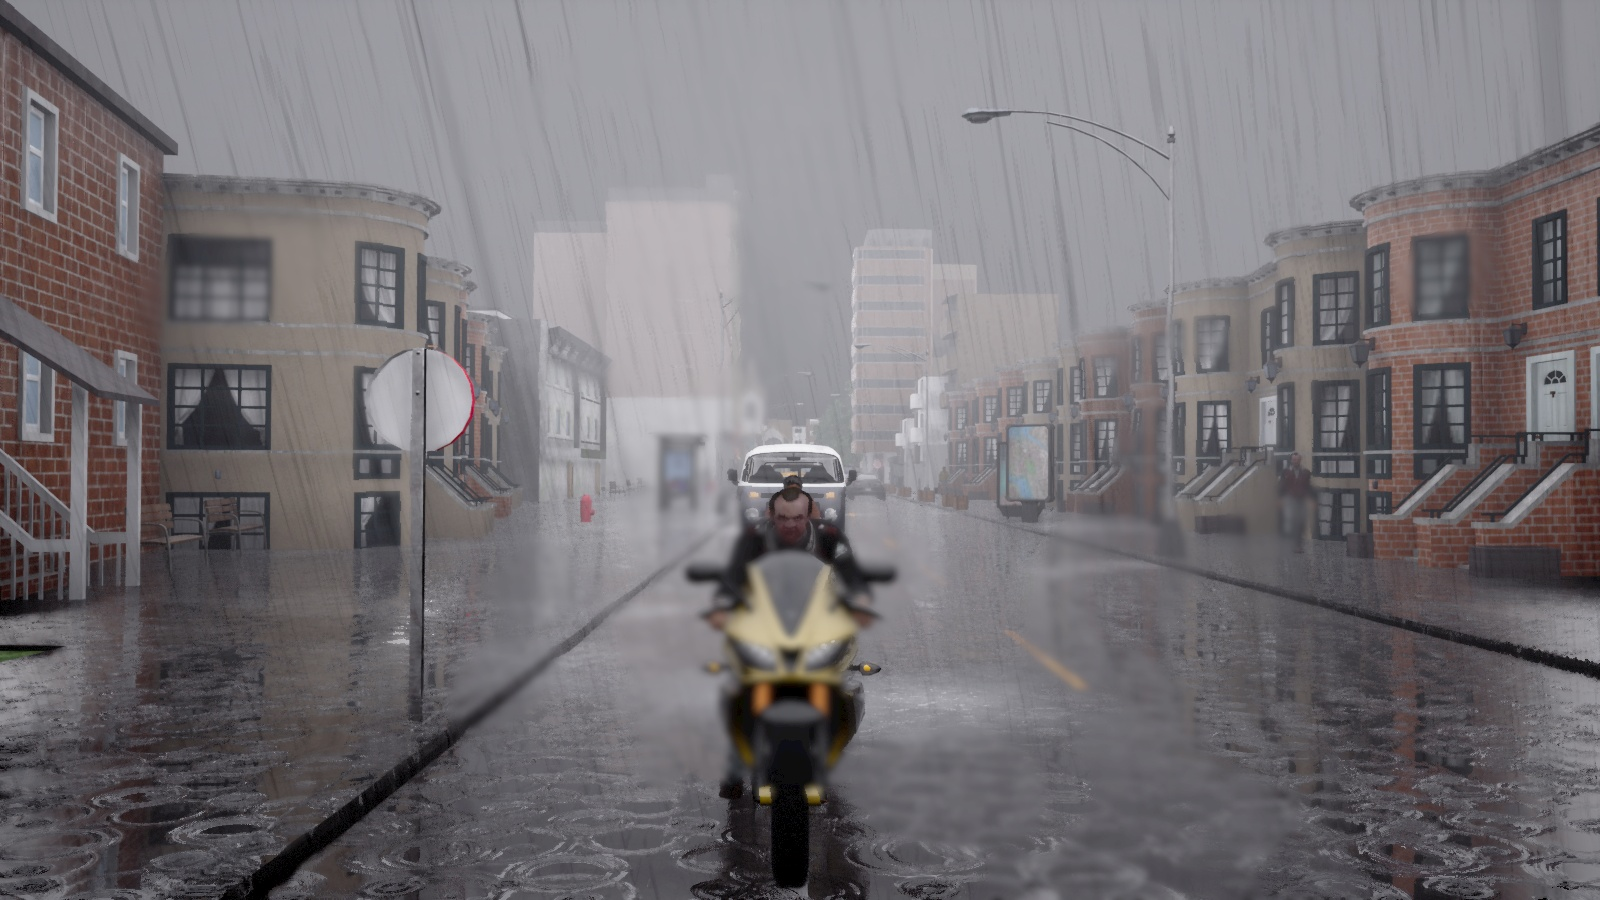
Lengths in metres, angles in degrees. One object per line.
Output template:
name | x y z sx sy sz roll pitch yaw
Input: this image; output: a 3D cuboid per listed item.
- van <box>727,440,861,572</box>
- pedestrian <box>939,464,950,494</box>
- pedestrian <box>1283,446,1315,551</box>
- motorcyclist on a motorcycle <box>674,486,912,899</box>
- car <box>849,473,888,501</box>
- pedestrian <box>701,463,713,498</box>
van | -0.106 0.902 21.712 2.069 2.038 4.480 0 -1 0
pedestrian | 8.754 1.766 76.203 0.431 1.840 0.709 0 -1 -13
pedestrian | 8.952 0.866 22.535 0.376 1.854 0.720 0 -1 11
motorcyclist on a motorcycle | -0.032 0.945 5.682 0.866 1.530 2.191 0 -1 0
car | 3.684 1.971 68.367 1.812 1.442 4.674 0 -1 0
pedestrian | -5.282 1.735 70.999 0.659 1.952 0.873 0 -1 -4
